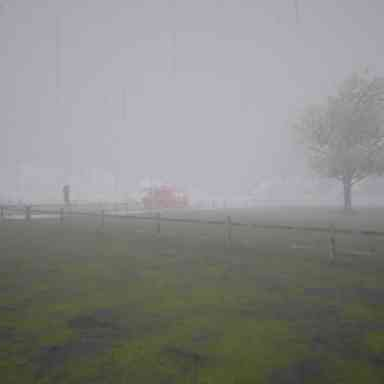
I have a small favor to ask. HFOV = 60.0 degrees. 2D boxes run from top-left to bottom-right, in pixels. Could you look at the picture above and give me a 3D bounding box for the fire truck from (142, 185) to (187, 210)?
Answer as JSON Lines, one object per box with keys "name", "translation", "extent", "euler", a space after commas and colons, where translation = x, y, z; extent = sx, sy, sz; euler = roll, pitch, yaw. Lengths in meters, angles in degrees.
{"name": "fire truck", "translation": [-4.406, 0.929, 54.780], "extent": [2.891, 3.827, 8.468], "euler": [-1, -2, 36]}
